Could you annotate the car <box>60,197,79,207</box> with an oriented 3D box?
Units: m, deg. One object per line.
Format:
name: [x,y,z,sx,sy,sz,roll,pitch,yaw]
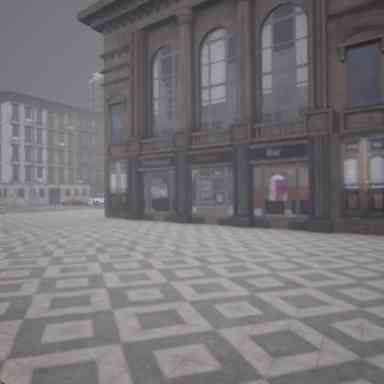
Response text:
car: [-19.289,1.616,55.039,1.882,1.535,5.008,-1,0,36]

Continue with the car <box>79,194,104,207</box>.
car: [-15.207,1.316,55.160,2.150,2.045,5.566,-1,0,36]
